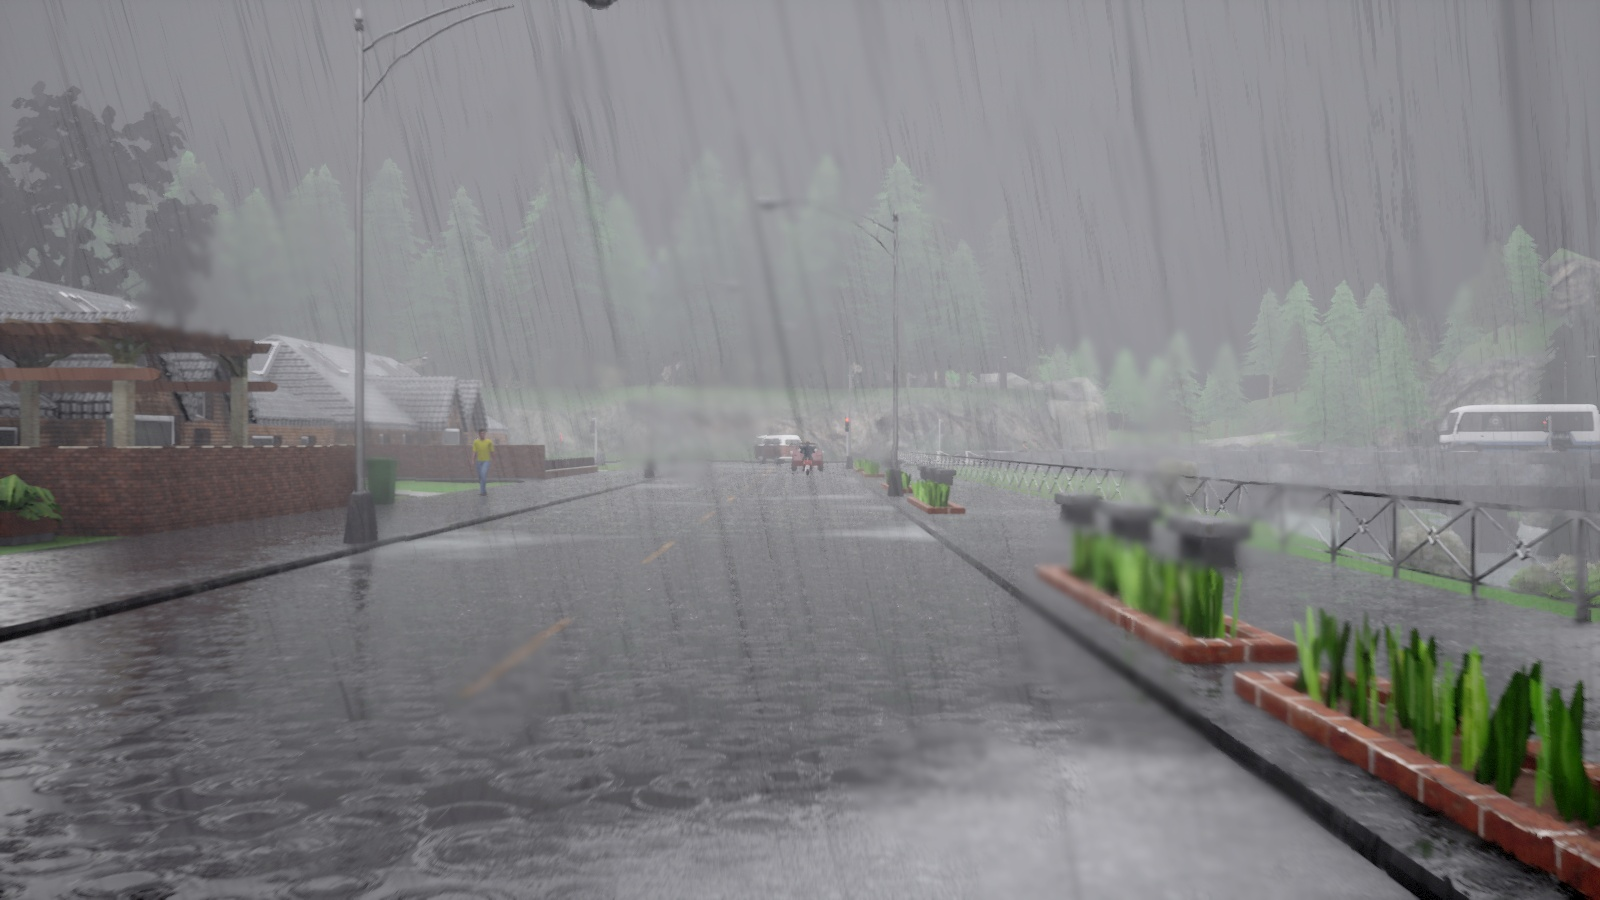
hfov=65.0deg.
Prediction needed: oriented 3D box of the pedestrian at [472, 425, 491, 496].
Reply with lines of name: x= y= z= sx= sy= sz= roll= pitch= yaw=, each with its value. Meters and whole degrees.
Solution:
pedestrian: x=-8.280 y=0.266 z=32.687 sx=0.354 sy=1.836 sz=0.706 roll=0 pitch=0 yaw=-4

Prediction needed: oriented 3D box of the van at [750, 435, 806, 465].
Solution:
van: x=-1.562 y=-0.030 z=88.361 sx=2.069 sy=2.038 sz=4.480 roll=1 pitch=0 yaw=-29

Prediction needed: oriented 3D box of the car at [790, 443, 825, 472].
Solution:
car: x=0.401 y=0.383 z=67.045 sx=1.845 sy=1.501 sz=3.633 roll=0 pitch=0 yaw=0
